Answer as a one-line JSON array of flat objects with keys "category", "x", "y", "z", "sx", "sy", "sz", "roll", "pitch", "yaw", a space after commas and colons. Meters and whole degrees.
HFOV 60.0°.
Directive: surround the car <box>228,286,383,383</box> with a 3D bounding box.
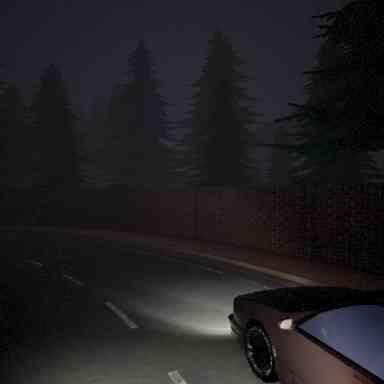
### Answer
[{"category": "car", "x": 2.149, "y": 1.548, "z": 2.683, "sx": 2.033, "sy": 1.411, "sz": 5.357, "roll": 0, "pitch": 0, "yaw": -18}]
